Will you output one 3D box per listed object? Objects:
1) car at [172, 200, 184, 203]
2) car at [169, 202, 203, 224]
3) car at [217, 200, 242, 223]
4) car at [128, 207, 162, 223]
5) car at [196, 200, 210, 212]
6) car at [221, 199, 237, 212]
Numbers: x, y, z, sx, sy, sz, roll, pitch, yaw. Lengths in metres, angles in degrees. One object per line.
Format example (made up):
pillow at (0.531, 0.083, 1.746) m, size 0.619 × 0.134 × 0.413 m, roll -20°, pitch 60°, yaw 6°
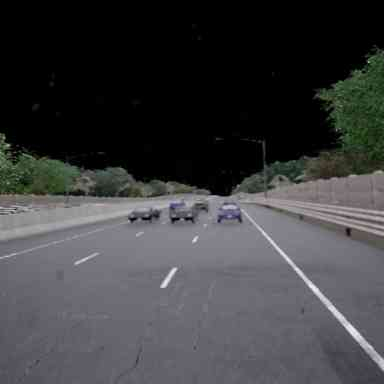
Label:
car at (-1.880, 1.867, 46.310) m, size 1.882 × 1.535 × 5.008 m, roll -2°, pitch -1°, yaw 6°
car at (-0.508, 1.766, 26.643) m, size 1.895 × 1.301 × 4.718 m, roll -2°, pitch -1°, yaw 6°
car at (2.944, 1.579, 26.062) m, size 1.812 × 1.442 × 4.674 m, roll -2°, pitch 0°, yaw 6°
car at (-3.857, 1.883, 28.123) m, size 1.895 × 1.301 × 4.718 m, roll -2°, pitch 0°, yaw 7°
car at (1.242, 1.759, 42.714) m, size 1.837 × 1.490 × 4.892 m, roll -2°, pitch 0°, yaw 6°
car at (4.798, 1.711, 43.013) m, size 1.994 × 1.385 × 4.181 m, roll -2°, pitch 0°, yaw 6°
